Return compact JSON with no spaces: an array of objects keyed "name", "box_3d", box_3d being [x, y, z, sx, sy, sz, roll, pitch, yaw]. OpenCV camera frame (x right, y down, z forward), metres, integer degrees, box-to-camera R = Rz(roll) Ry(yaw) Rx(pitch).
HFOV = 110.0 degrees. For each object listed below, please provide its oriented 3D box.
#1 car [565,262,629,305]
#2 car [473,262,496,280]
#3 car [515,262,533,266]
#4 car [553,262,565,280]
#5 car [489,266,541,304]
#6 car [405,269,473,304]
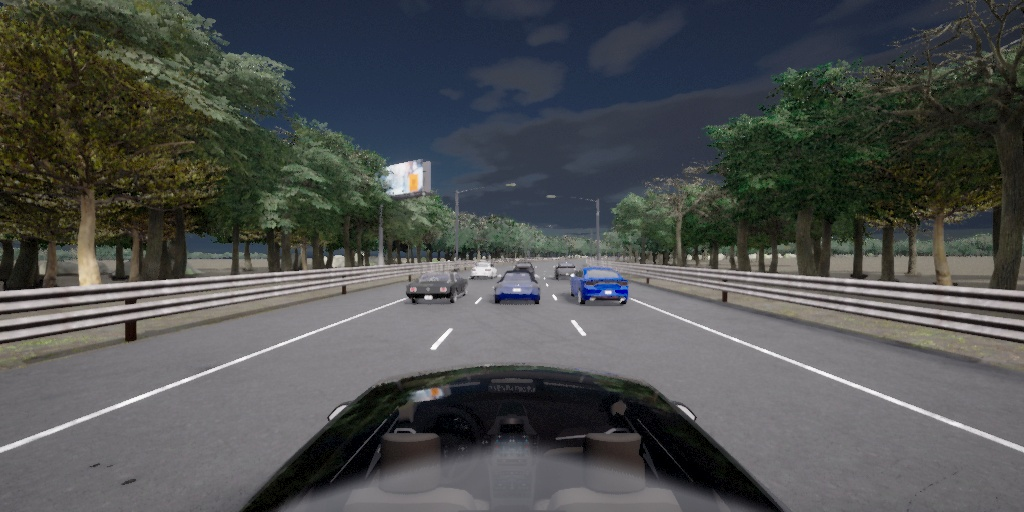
[{"name":"car","box_3d":[3.768,1.233,16.163,1.882,1.535,5.008,0,0,2]},{"name":"car","box_3d":[-2.407,1.284,31.332,1.812,1.442,4.674,0,0,4]},{"name":"car","box_3d":[1.084,1.267,31.076,1.837,1.490,4.892,0,0,4]},{"name":"car","box_3d":[4.575,1.246,30.820,2.128,1.511,4.902,0,0,4]},{"name":"car","box_3d":[0.271,1.320,16.291,1.994,1.385,4.181,0,0,2]},{"name":"car","box_3d":[-3.226,1.364,16.450,1.895,1.301,4.718,0,0,2]}]
